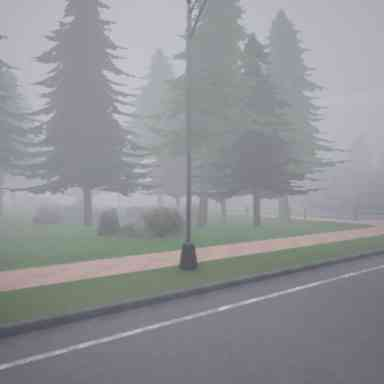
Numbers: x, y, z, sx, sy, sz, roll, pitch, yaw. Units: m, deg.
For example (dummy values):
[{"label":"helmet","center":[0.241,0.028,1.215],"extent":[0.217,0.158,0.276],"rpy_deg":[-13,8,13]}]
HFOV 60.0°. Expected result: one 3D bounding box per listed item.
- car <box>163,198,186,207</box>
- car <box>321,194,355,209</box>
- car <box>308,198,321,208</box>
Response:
[{"label":"car","center":[-2.924,1.536,52.856],"extent":[2.128,1.511,4.902],"rpy_deg":[0,0,-38]},{"label":"car","center":[19.700,1.246,44.355],"extent":[4.605,1.855,1.932],"rpy_deg":[0,0,-37]},{"label":"car","center":[17.882,1.247,46.134],"extent":[3.866,1.878,1.905],"rpy_deg":[0,0,-37]}]
